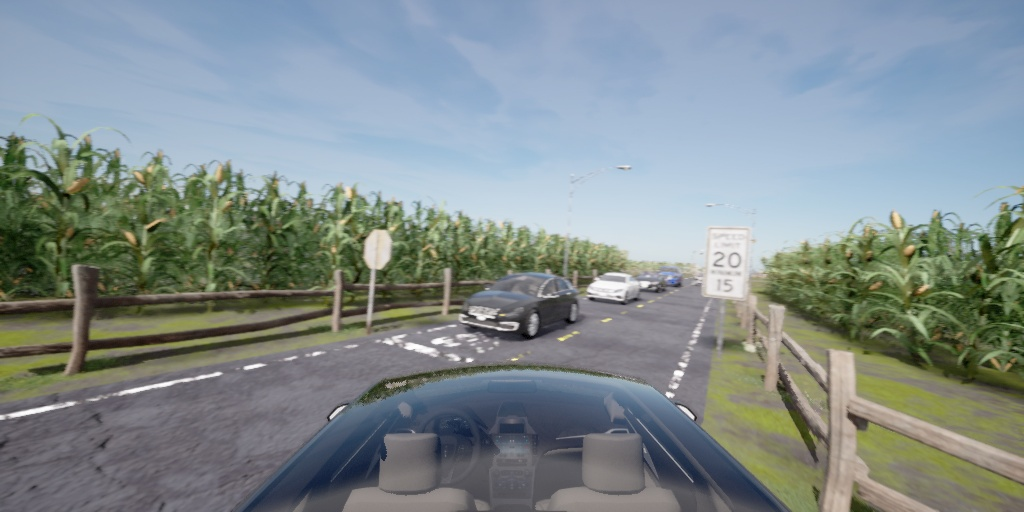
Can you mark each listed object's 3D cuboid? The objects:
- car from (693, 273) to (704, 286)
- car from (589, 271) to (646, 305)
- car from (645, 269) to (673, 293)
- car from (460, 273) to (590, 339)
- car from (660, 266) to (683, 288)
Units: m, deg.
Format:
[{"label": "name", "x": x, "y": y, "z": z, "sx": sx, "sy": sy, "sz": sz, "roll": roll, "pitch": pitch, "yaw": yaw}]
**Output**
[{"label": "car", "x": 21.870, "y": 2.761, "z": 40.911, "sx": 2.128, "sy": 1.511, "sz": 4.902, "roll": 4, "pitch": 0, "yaw": 31}, {"label": "car", "x": 5.522, "y": 1.636, "z": 19.012, "sx": 1.812, "sy": 1.442, "sz": 4.674, "roll": 4, "pitch": 0, "yaw": 31}, {"label": "car", "x": 10.843, "y": 1.973, "z": 27.998, "sx": 2.128, "sy": 1.511, "sz": 4.902, "roll": 4, "pitch": 0, "yaw": 31}, {"label": "car", "x": 0.487, "y": 1.267, "z": 10.407, "sx": 1.837, "sy": 1.490, "sz": 4.892, "roll": 4, "pitch": 0, "yaw": 29}, {"label": "car", "x": 16.244, "y": 2.083, "z": 37.027, "sx": 2.150, "sy": 2.045, "sz": 5.566, "roll": 4, "pitch": 0, "yaw": 31}]
